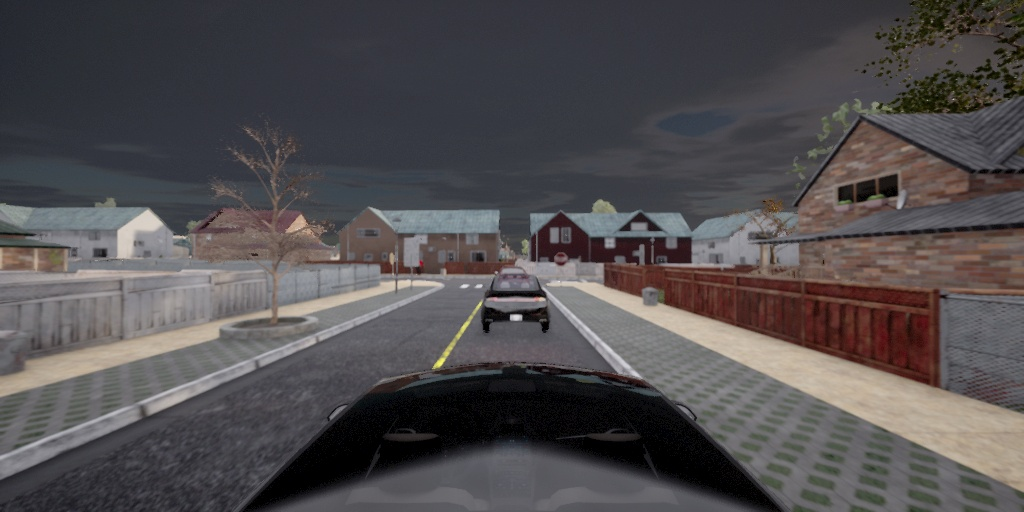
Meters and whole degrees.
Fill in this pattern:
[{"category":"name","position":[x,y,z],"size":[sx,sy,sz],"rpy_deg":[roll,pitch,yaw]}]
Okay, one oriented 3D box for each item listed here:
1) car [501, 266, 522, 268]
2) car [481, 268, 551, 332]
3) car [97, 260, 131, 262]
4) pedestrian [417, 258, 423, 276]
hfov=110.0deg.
[{"category":"car","position":[-0.041,1.362,21.903],"size":[1.882,1.535,5.008],"rpy_deg":[0,0,-3]},{"category":"car","position":[0.099,1.304,11.143],"size":[2.128,1.511,4.902],"rpy_deg":[0,0,0]},{"category":"car","position":[-33.805,1.117,30.836],"size":[4.892,1.490,1.837],"rpy_deg":[1,0,1]},{"category":"pedestrian","position":[-9.363,1.032,36.156],"size":[0.375,1.860,0.375],"rpy_deg":[0,-1,1]}]
